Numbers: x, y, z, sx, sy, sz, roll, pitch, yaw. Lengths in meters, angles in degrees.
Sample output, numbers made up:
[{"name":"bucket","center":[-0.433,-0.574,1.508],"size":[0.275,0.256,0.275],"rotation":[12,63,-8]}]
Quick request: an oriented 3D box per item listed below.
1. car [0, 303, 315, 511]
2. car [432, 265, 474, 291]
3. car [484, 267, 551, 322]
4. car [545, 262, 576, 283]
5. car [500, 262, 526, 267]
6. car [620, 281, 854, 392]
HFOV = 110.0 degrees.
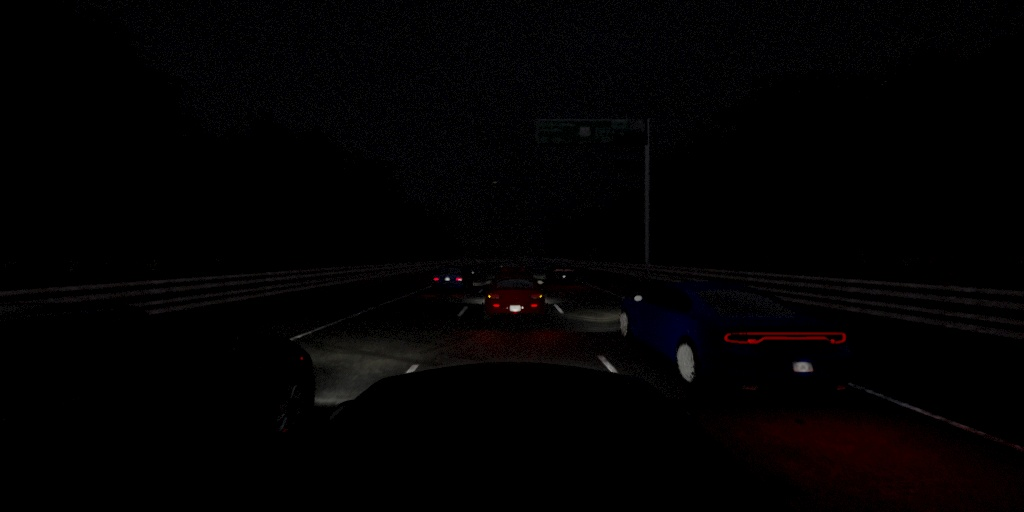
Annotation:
[{"name":"car","center":[-3.400,1.100,2.440],"size":[2.097,1.767,4.553],"rotation":[0,0,0]},{"name":"car","center":[-3.404,1.262,21.420],"size":[2.033,1.411,5.357],"rotation":[0,0,0]},{"name":"car","center":[0.083,1.253,12.099],"size":[1.812,1.442,4.674],"rotation":[0,0,0]},{"name":"car","center":[3.595,1.203,27.161],"size":[2.128,1.511,4.902],"rotation":[0,0,0]},{"name":"car","center":[0.094,1.189,28.734],"size":[1.882,1.535,5.008],"rotation":[0,0,0]},{"name":"car","center":[3.599,1.216,6.913],"size":[1.882,1.535,5.008],"rotation":[0,0,0]}]
